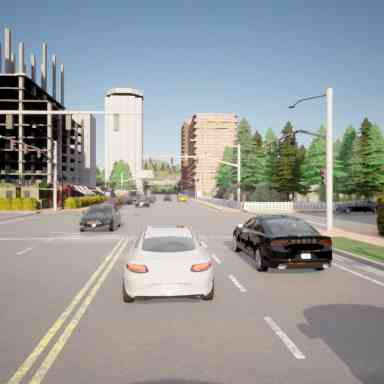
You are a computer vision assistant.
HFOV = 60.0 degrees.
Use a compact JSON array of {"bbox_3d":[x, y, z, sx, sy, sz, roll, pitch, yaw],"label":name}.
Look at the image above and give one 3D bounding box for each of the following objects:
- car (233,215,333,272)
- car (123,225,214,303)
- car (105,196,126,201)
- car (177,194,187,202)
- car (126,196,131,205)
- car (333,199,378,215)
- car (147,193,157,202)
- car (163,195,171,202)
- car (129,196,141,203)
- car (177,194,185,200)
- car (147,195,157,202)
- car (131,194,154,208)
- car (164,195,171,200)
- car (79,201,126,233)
[{"bbox_3d":[2.665,1.478,10.903,1.882,1.535,5.008,0,0,-5],"label":"car"},{"bbox_3d":[-0.597,1.526,8.162,1.812,1.442,4.674,0,0,-5],"label":"car"},{"bbox_3d":[-10.362,1.478,43.803,1.882,1.535,5.008,0,0,-4],"label":"car"},{"bbox_3d":[-2.169,1.470,76.971,1.882,1.535,5.008,0,0,-4],"label":"car"},{"bbox_3d":[-11.304,1.477,56.889,1.882,1.535,5.008,0,0,-4],"label":"car"},{"bbox_3d":[17.026,1.491,34.053,4.902,1.511,2.128,0,0,-3],"label":"car"},{"bbox_3d":[-8.228,1.492,63.204,2.128,1.511,4.902,0,0,-4],"label":"car"},{"bbox_3d":[-5.732,1.517,77.691,2.128,1.511,4.902,0,0,-4],"label":"car"},{"bbox_3d":[-12.321,1.539,71.845,2.033,1.411,5.357,0,0,-4],"label":"car"},{"bbox_3d":[-2.871,1.304,86.518,1.882,1.535,5.008,0,0,-4],"label":"car"},{"bbox_3d":[-9.277,1.530,78.175,2.033,1.411,5.357,0,0,-4],"label":"car"},{"bbox_3d":[-7.221,1.491,48.881,2.128,1.511,4.902,0,0,-4],"label":"car"},{"bbox_3d":[-6.362,1.379,86.262,1.994,1.385,4.181,0,0,-4],"label":"car"},{"bbox_3d":[-5.352,1.505,19.878,1.837,1.490,4.892,0,0,-5],"label":"car"}]
